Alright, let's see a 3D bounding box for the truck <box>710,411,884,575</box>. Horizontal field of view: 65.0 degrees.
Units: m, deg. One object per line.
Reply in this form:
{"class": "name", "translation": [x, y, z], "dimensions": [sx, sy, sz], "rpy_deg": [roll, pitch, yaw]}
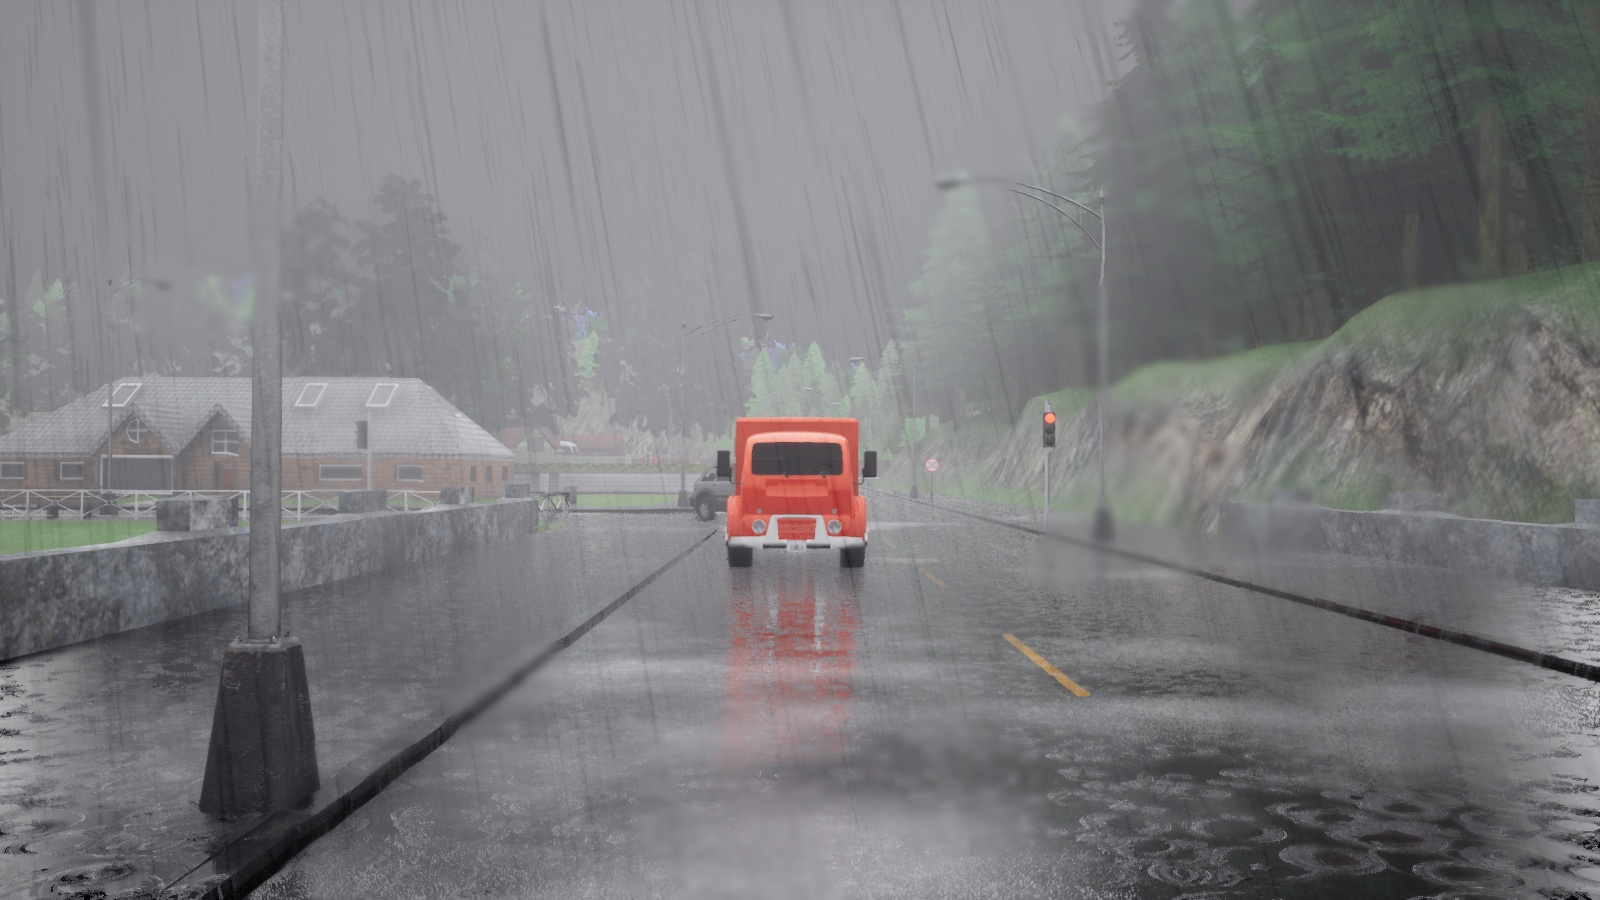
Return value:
{"class": "truck", "translation": [-0.052, 0.690, 21.633], "dimensions": [2.627, 2.467, 5.204], "rpy_deg": [0, -1, 0]}

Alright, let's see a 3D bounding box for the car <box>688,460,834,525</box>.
{"class": "car", "translation": [-1.242, 1.269, 37.699], "dimensions": [1.932, 1.855, 4.605], "rpy_deg": [2, -2, -40]}
